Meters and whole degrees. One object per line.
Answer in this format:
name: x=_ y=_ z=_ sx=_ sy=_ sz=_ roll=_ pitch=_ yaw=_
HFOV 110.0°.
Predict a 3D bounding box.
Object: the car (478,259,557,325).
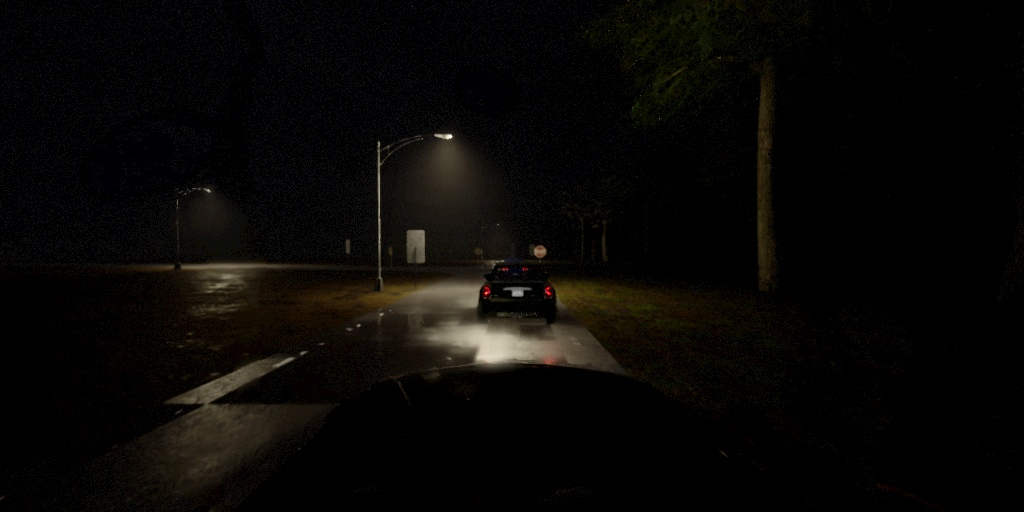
car: x=0.144 y=0.937 z=11.217 sx=2.097 sy=1.767 sz=4.553 roll=0 pitch=1 yaw=0
